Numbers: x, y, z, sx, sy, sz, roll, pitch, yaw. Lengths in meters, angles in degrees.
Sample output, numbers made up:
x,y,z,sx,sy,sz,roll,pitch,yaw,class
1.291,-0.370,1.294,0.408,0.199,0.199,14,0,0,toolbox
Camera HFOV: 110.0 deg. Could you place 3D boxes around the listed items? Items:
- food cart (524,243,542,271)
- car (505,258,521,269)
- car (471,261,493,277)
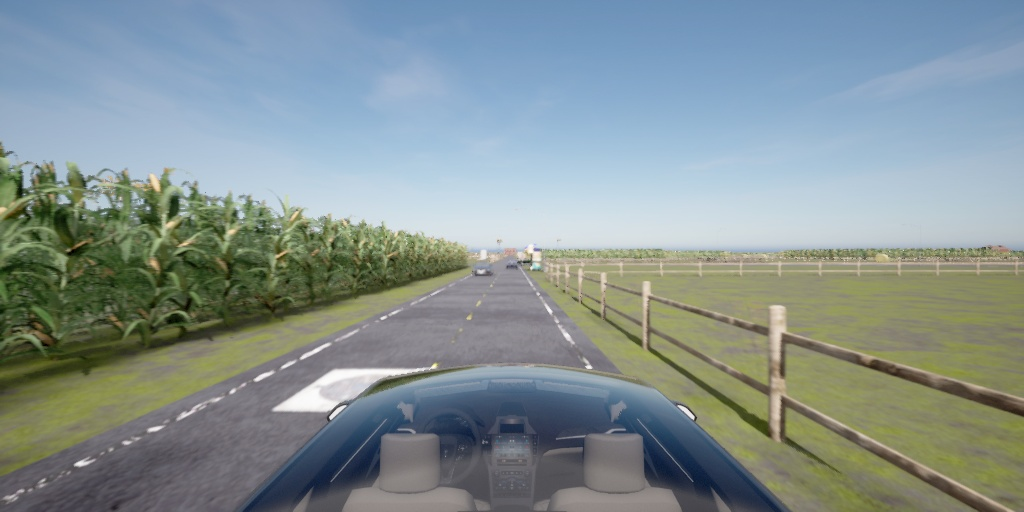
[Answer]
x,y,z,sx,sy,sz,roll,pitch,yaw,class
3.112,0.176,47.422,2.280,3.560,4.660,0,0,0,food cart
-0.015,1.246,55.458,2.033,1.411,5.357,0,0,0,car
-2.852,1.250,35.508,1.812,1.442,4.674,0,0,0,car
